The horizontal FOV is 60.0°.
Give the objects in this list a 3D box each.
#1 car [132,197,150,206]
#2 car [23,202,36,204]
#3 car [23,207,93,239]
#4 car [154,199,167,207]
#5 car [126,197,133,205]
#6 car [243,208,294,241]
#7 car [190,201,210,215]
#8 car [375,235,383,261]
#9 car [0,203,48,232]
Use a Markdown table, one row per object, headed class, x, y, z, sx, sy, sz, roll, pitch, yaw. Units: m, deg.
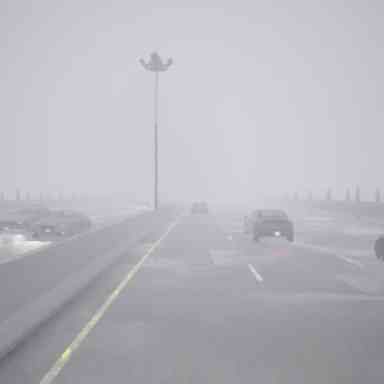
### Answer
| class | x | y | z | sx | sy | sz | roll | pitch | yaw |
| --- | --- | --- | --- | --- | --- | --- | --- | --- | --- |
| car | -9.035 | 1.838 | 61.588 | 2.128 | 1.511 | 4.902 | 0 | 0 | 2 |
| car | -13.579 | 1.660 | 27.892 | 1.837 | 1.490 | 4.892 | 0 | 0 | 2 |
| car | -6.858 | 1.664 | 17.890 | 1.994 | 1.385 | 4.181 | 0 | 0 | 1 |
| car | -5.617 | 1.930 | 59.075 | 1.895 | 1.301 | 4.718 | 0 | 0 | 2 |
| car | -12.322 | 1.883 | 68.304 | 1.837 | 1.490 | 4.892 | 0 | 0 | 2 |
| car | 3.836 | 1.600 | 17.136 | 1.837 | 1.490 | 4.892 | 0 | 0 | 1 |
| car | 0.858 | 1.692 | 36.065 | 2.128 | 1.511 | 4.902 | 0 | 0 | 2 |
| car | 7.175 | 1.579 | 9.504 | 1.812 | 1.442 | 4.674 | 0 | 0 | 1 |
| car | -10.272 | 1.666 | 21.206 | 2.033 | 1.411 | 5.357 | 0 | 0 | 2 |
